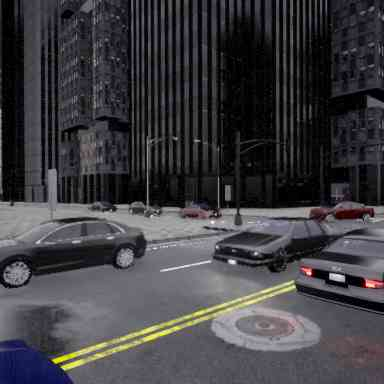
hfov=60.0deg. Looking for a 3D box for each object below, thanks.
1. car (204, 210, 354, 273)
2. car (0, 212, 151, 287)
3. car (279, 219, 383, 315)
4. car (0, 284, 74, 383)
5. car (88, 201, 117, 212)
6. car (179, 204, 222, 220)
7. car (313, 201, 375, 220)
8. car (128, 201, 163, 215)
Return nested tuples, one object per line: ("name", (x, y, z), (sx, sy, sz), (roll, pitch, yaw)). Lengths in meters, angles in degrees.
("car", (3.091, 1.547, 10.958), (5.357, 1.411, 2.033), (0, 0, -42))
("car", (-3.557, 1.506, 9.363), (4.892, 1.490, 1.837), (1, 0, -42))
("car", (4.412, 1.547, 7.508), (5.357, 1.411, 2.033), (0, 0, -42))
("car", (-2.676, 1.601, 1.154), (4.718, 1.301, 1.895), (0, 0, -42))
("car", (-11.945, 1.929, 44.087), (2.033, 1.411, 5.357), (0, 0, -42))
("car", (0.697, 1.750, 29.944), (1.994, 1.385, 4.181), (0, 0, -43))
("car", (11.699, 1.506, 25.959), (5.008, 1.535, 1.882), (-1, 1, -12))
("car", (-5.151, 1.781, 36.486), (1.837, 1.490, 4.892), (0, 0, -42))
